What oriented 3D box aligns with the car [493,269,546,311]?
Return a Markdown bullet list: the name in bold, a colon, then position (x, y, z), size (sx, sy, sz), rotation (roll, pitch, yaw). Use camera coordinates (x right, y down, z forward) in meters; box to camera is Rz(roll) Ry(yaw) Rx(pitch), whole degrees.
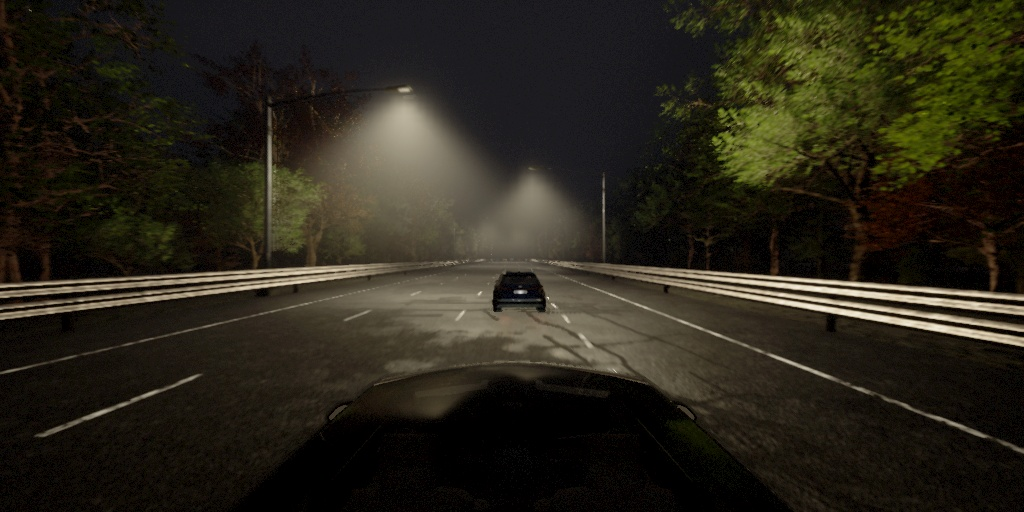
- **car**: position (0.242, 1.347, 14.618), size (2.033, 1.649, 4.856), rotation (0, -1, -1)
